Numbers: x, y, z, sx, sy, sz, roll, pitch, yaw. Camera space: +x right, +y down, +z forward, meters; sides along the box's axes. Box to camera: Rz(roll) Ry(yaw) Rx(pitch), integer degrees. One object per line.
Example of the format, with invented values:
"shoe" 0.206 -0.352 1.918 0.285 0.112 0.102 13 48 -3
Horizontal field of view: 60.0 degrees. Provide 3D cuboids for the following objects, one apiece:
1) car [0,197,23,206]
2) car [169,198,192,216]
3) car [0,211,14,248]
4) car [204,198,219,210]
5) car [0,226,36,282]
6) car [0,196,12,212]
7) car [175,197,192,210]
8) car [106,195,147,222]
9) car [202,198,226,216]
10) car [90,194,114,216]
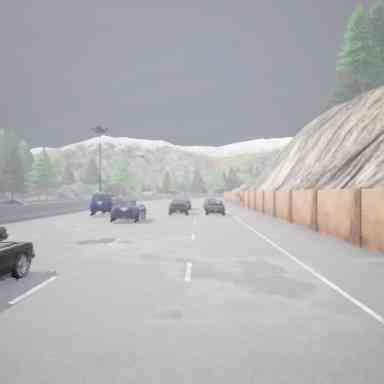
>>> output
"car" -18.891 1.499 33.375 1.837 1.490 4.892 0 0 2
"car" -1.263 1.499 33.010 1.837 1.490 4.892 0 0 1
"car" -8.713 1.545 11.635 2.033 1.411 5.357 0 0 1
"car" 2.446 1.518 43.277 1.812 1.442 4.674 0 0 1
"car" -5.294 1.599 7.091 1.895 1.301 4.718 0 0 1
"car" -22.286 1.343 36.925 2.097 1.767 4.553 0 0 1
"car" -1.050 1.470 43.455 1.882 1.535 5.008 0 0 1
"car" -4.902 1.346 26.258 2.097 1.767 4.553 0 0 1
"car" 2.234 1.486 32.824 2.128 1.511 4.902 0 0 1
"car" -8.270 1.210 32.738 2.150 2.045 5.566 0 -1 1
